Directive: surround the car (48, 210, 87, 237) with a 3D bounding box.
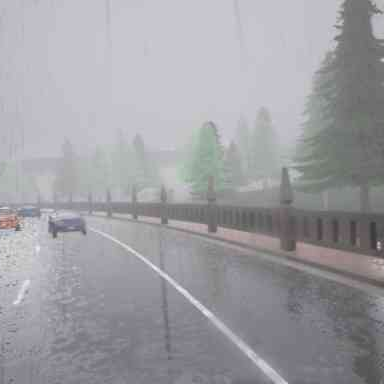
[{"bbox_3d":[-7.636,1.826,20.260,1.812,1.442,4.674,-2,0,-27],"label":"car"}]

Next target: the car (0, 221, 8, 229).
[{"bbox_3d":[-5.890,1.732,7.527,2.128,1.511,4.902,-2,0,-20],"label":"car"}]

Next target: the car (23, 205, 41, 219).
[{"bbox_3d":[-18.537,2.220,37.530,1.882,1.535,5.008,-2,0,-38],"label":"car"}]

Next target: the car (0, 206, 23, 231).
[{"bbox_3d":[-13.792,1.908,24.190,2.097,1.767,4.553,-2,0,-29],"label":"car"}]
